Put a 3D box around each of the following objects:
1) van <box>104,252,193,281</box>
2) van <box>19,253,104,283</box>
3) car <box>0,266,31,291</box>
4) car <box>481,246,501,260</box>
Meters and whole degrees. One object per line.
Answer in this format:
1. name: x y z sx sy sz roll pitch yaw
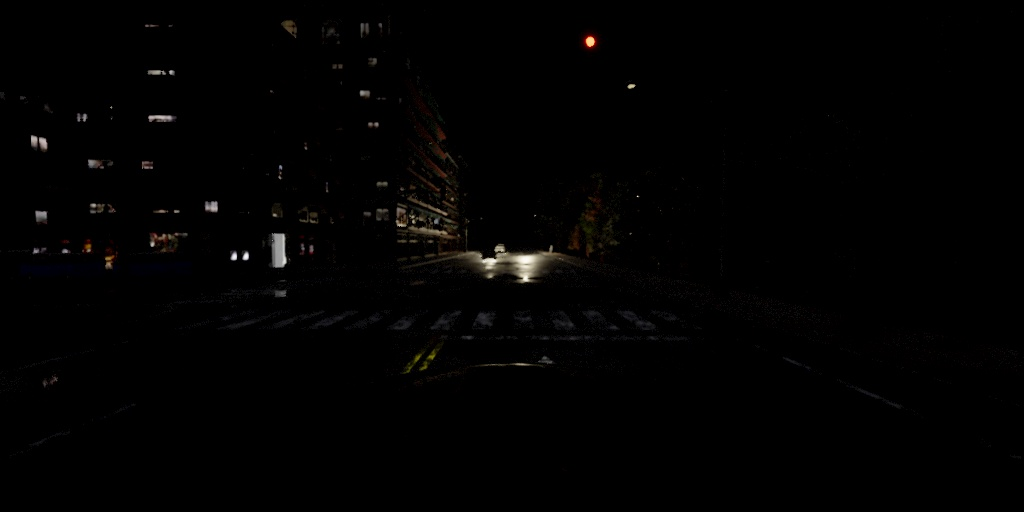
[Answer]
1. van: -22.569 0.632 22.592 3.998 1.789 1.690 0 0 0
2. van: -28.171 0.704 22.558 3.998 1.789 1.690 0 0 0
3. car: -22.543 1.187 14.251 4.207 1.307 1.802 0 0 0
4. car: -2.923 -0.215 47.072 2.033 1.411 5.357 0 2 0
